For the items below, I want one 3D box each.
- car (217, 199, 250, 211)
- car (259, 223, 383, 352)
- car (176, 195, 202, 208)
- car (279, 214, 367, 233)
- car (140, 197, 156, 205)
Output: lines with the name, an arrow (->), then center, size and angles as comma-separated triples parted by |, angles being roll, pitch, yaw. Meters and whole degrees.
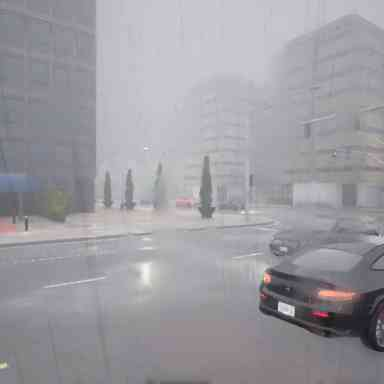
car -> 4.958, 1.564, 39.895 | 1.994, 1.385, 4.181 | 0, 0, -35
car -> 3.247, 1.526, 6.136 | 4.674, 1.442, 1.812 | 0, 0, -35
car -> -0.423, 1.352, 47.574 | 2.097, 1.767, 4.553 | 0, 0, -35
car -> 4.773, 1.526, 11.743 | 4.674, 1.442, 1.812 | 0, 0, -35
car -> -7.346, 1.562, 57.478 | 1.994, 1.385, 4.181 | 0, 0, -35
